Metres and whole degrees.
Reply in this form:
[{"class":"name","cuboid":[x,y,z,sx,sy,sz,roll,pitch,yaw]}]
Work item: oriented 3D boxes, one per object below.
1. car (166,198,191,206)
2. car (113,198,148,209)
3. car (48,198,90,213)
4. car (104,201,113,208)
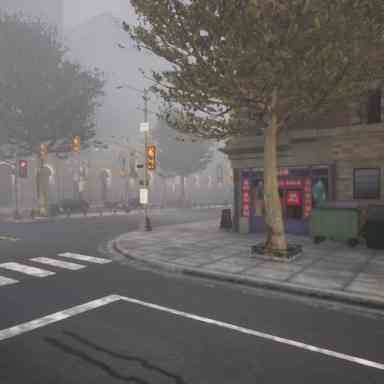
[{"class":"car","cuboid":[-2.179,1.601,53.759,1.895,1.301,4.718,0,0,36]},{"class":"car","cuboid":[-8.070,1.526,45.563,1.812,1.442,4.674,0,0,36]},{"class":"car","cuboid":[-13.908,1.505,37.471,1.837,1.490,4.892,0,0,36]},{"class":"car","cuboid":[-10.283,1.595,47.904,1.895,1.301,4.718,0,0,36]}]
